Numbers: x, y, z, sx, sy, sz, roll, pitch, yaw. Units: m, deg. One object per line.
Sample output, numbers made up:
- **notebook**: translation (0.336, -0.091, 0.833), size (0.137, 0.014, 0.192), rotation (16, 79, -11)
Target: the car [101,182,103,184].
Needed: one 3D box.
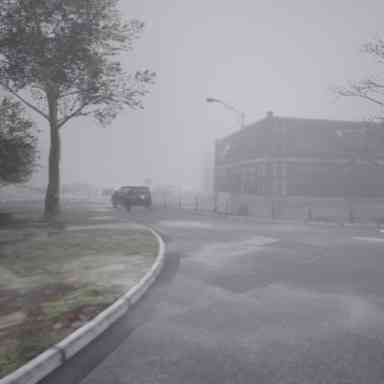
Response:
- **car**: translation (-26.629, -1.496, 87.595), size (4.553, 1.767, 2.185), rotation (1, 2, -1)

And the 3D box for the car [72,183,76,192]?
- **car**: translation (-26.058, -0.574, 65.558), size (4.674, 1.452, 2.002), rotation (1, 2, -1)

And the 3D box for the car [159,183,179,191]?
- **car**: translation (-6.558, -1.520, 94.682), size (5.566, 2.045, 2.435), rotation (1, 2, -1)

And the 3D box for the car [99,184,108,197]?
- **car**: translation (-13.027, -0.017, 53.139), size (1.882, 1.535, 5.008), rotation (1, 1, -3)

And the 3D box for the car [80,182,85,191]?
- **car**: translation (-26.201, -0.794, 71.072), size (4.892, 1.521, 2.231), rotation (1, 2, -1)

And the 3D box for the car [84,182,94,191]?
- **car**: translation (-26.354, -1.239, 76.571), size (5.566, 2.045, 2.435), rotation (1, 2, -1)

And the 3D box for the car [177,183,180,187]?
- **car**: translation (-6.228, -1.038, 80.798), size (5.566, 2.045, 2.435), rotation (1, 2, -1)

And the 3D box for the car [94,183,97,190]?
- **car**: translation (-26.212, -1.083, 79.340), size (5.366, 1.575, 1.946), rotation (1, 2, -1)

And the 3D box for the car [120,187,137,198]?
- **car**: translation (-10.003, 0.049, 52.633), size (1.882, 1.535, 5.008), rotation (1, 1, -3)

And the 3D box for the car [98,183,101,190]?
- **car**: translation (-26.538, -1.275, 84.845), size (5.008, 1.535, 2.097), rotation (1, 2, -1)

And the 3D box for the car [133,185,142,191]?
- **car**: translation (-14.101, -1.065, 86.201), size (1.812, 1.442, 4.674), rotation (1, 2, -1)

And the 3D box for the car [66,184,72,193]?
- **car**: translation (-25.997, -0.525, 62.803), size (5.008, 1.535, 2.097), rotation (1, 2, -1)

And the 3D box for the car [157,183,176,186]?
- **car**: translation (-5.832, -0.338, 64.136), size (4.553, 1.767, 2.185), rotation (1, 2, -1)

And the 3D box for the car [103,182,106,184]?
- **car**: translation (-26.697, -1.589, 90.350), size (4.553, 1.767, 2.185), rotation (1, 2, -1)

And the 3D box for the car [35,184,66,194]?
- **car**: translation (-25.891, -0.565, 60.040), size (4.553, 1.767, 2.185), rotation (1, 2, -1)

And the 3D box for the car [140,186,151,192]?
- **car**: translation (-10.919, -0.671, 78.495), size (1.895, 1.301, 4.718), rotation (1, 2, -1)

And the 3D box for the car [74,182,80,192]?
- **car**: translation (-26.094, -0.828, 68.309), size (4.553, 1.767, 2.185), rotation (1, 2, -1)

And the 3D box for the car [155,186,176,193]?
- **car**: translation (-6.189, -0.688, 78.031), size (4.892, 1.521, 2.231), rotation (1, 2, -1)

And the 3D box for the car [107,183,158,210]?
- **car**: translation (-5.484, 0.469, 29.942), size (2.150, 2.045, 5.566), rotation (-1, 2, -31)

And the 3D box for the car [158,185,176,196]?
- **car**: translation (-5.766, -0.023, 58.708), size (4.792, 1.488, 2.163), rotation (1, 2, -1)

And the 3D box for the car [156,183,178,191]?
- **car**: translation (-6.420, -1.239, 86.476), size (5.566, 2.045, 2.435), rotation (1, 2, -1)
